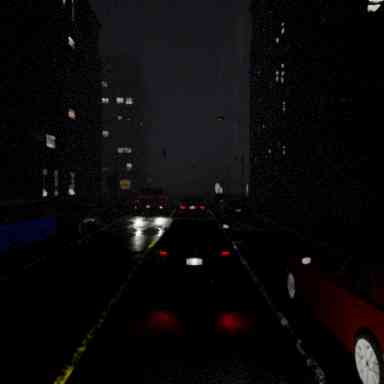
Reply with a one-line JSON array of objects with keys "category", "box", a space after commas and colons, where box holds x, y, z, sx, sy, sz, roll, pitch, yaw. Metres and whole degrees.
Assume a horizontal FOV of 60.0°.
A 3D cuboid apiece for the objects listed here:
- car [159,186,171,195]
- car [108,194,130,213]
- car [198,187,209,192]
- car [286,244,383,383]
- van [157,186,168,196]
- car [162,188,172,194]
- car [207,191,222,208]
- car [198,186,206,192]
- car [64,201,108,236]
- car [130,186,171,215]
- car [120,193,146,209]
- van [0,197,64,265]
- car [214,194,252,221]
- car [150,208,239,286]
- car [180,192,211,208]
[{"category": "car", "box": [-5.667, -0.336, 70.347, 2.192, 1.841, 5.009, 0, 1, 0]}, {"category": "car", "box": [-5.678, 0.923, 26.919, 1.947, 1.339, 4.313, 0, 1, 0]}, {"category": "car", "box": [2.710, 0.059, 64.824, 1.802, 1.307, 4.206, 0, 1, 0]}, {"category": "car", "box": [2.699, 1.427, 4.817, 1.887, 1.381, 4.507, 0, 1, 0]}, {"category": "van", "box": [-5.669, -0.183, 64.822, 1.690, 1.788, 3.998, 0, 1, 0]}, {"category": "car", "box": [-5.668, -0.234, 75.879, 1.887, 1.381, 4.507, 0, 1, 0]}, {"category": "car", "box": [2.704, 0.795, 32.427, 1.947, 1.339, 4.313, 0, 1, 0]}, {"category": "car", "box": [2.717, -0.715, 92.452, 1.967, 1.590, 4.097, 0, 1, 0]}, {"category": "car", "box": [-5.680, 1.163, 15.875, 1.887, 1.381, 4.507, 0, 1, 0]}, {"category": "car", "box": [-3.081, 0.596, 26.148, 2.150, 2.045, 5.566, 0, 2, 0]}, {"category": "car", "box": [-5.677, 0.810, 32.441, 1.802, 1.307, 4.206, 0, 1, 0]}, {"category": "van", "box": [-5.679, 1.091, 10.348, 1.690, 1.788, 3.998, 0, 1, 0]}, {"category": "car", "box": [2.702, 1.055, 21.383, 1.947, 1.339, 4.313, 0, 1, 0]}, {"category": "car", "box": [0.067, 1.351, 8.832, 1.994, 1.385, 4.181, 0, 1, 1]}, {"category": "car", "box": [0.070, 0.980, 23.770, 2.033, 1.411, 5.357, 0, 1, 0]}]
